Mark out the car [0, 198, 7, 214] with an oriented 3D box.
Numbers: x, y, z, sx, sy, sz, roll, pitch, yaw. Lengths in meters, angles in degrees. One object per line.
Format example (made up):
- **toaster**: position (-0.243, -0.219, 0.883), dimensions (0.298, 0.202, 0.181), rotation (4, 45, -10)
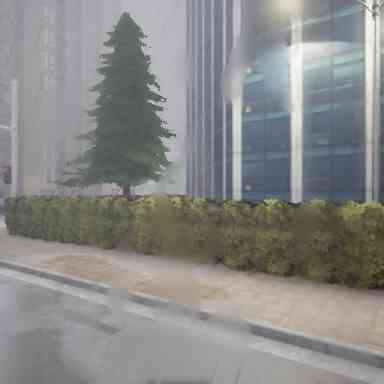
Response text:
- **car**: position (-18.870, 1.352, 32.071), dimensions (2.097, 1.767, 4.553), rotation (0, 0, 36)
